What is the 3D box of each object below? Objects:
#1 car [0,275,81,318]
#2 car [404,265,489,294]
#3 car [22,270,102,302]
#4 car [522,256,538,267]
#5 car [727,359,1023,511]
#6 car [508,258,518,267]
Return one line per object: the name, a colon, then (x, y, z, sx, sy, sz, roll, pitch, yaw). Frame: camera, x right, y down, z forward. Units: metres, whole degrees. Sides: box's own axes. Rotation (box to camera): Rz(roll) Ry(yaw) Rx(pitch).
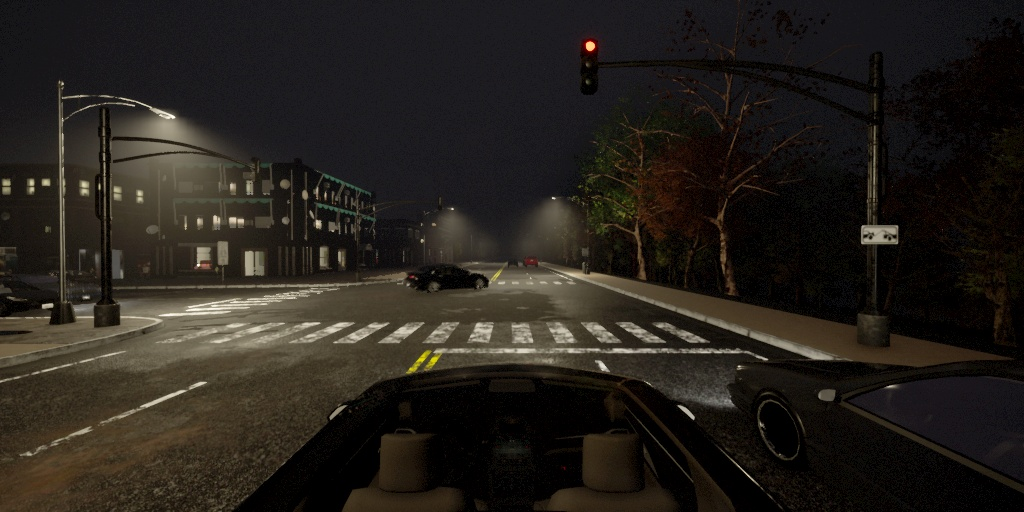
car: (-19.933, 1.565, 13.723, 4.313, 1.339, 1.948, 0, 0, 0)
car: (-3.570, 1.249, 20.265, 4.892, 1.490, 1.837, 0, 2, -39)
car: (-22.167, 1.545, 16.434, 5.357, 1.411, 2.033, -1, 1, 0)
car: (3.428, 0.948, 63.942, 2.150, 2.045, 5.566, 0, 0, 0)
car: (3.326, 1.297, 1.736, 2.033, 1.411, 5.357, 0, 0, 3)
car: (0.182, 1.230, 64.693, 1.837, 1.490, 4.892, 0, 0, 0)
